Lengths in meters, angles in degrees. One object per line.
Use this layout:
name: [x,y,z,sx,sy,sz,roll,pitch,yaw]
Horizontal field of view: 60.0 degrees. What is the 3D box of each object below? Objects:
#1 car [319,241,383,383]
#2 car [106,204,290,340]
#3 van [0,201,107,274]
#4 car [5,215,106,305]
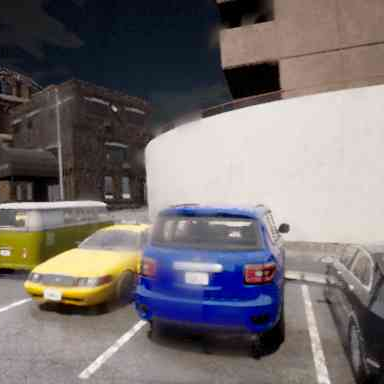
car: [3.211,1.500,5.118,2.231,1.521,4.892,0,-1,16]
car: [0.777,1.253,6.898,2.435,2.045,5.566,0,-1,16]
van: [-4.087,1.291,10.451,1.878,1.987,4.442,0,-1,16]
car: [-1.720,1.504,8.422,1.946,1.575,5.366,0,-1,15]
